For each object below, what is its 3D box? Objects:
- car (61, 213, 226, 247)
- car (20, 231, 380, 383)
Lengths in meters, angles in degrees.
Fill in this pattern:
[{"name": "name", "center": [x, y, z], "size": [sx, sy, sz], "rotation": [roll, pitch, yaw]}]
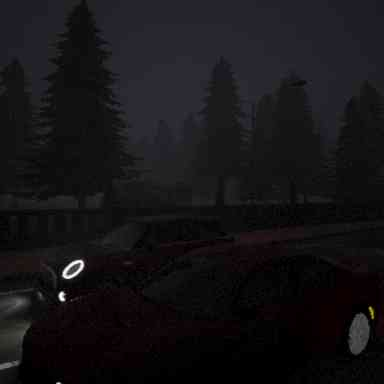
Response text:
[{"name": "car", "center": [-1.027, 1.350, 7.572], "size": [4.553, 1.767, 2.097], "rotation": [0, 0, -36]}, {"name": "car", "center": [0.537, 1.477, 4.376], "size": [5.008, 1.535, 1.882], "rotation": [0, 0, -36]}]
